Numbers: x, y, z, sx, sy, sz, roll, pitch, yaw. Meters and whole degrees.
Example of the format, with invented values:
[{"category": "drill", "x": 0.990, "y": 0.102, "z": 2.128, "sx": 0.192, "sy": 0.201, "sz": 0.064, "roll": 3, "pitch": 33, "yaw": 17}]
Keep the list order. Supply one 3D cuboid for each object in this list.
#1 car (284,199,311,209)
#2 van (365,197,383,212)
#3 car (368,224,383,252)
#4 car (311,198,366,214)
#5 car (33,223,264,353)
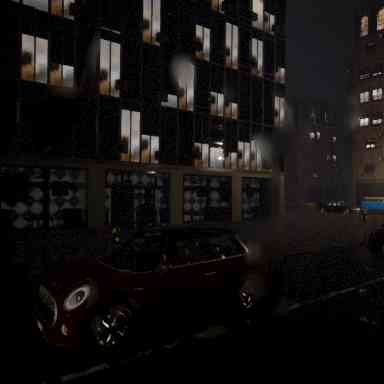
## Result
[{"category": "car", "x": 15.739, "y": 1.787, "z": 48.873, "sx": 1.752, "sy": 1.417, "sz": 4.829, "roll": 0, "pitch": -1, "yaw": -35}, {"category": "van", "x": 22.168, "y": 1.525, "z": 39.619, "sx": 1.690, "sy": 1.788, "sz": 3.998, "roll": 0, "pitch": -1, "yaw": -35}, {"category": "car", "x": 8.440, "y": 1.567, "z": 12.566, "sx": 4.313, "sy": 1.339, "sz": 1.947, "roll": 0, "pitch": 1, "yaw": -35}, {"category": "car", "x": 15.282, "y": 1.620, "z": 34.841, "sx": 2.008, "sy": 1.369, "sz": 4.403, "roll": 0, "pitch": -1, "yaw": -35}, {"category": "car", "x": -0.636, "y": 1.441, "z": 6.091, "sx": 4.097, "sy": 1.590, "sz": 1.967, "roll": 0, "pitch": 1, "yaw": -35}]
